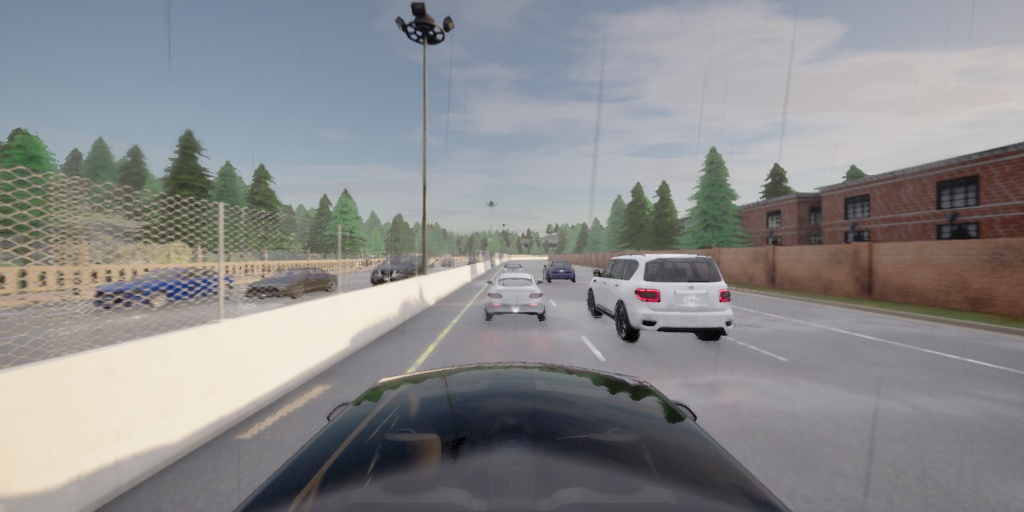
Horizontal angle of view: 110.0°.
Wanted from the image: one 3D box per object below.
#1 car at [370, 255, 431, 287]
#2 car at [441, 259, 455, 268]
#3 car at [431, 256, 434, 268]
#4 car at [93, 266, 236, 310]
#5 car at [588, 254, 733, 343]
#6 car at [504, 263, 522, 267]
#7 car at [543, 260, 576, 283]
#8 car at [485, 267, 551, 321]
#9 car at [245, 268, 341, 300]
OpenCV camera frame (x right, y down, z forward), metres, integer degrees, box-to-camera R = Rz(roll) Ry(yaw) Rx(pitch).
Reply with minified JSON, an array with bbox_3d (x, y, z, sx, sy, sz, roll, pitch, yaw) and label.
[{"bbox_3d":[-7.096,0.970,23.002,2.150,2.045,5.566,0,0,0],"label":"car"},{"bbox_3d":[-10.563,1.246,60.023,1.837,1.490,4.892,0,0,0],"label":"car"},{"bbox_3d":[-14.054,0.953,57.413,2.150,2.045,5.566,0,0,0],"label":"car"},{"bbox_3d":[-14.098,1.226,14.984,1.882,1.535,5.008,0,0,0],"label":"car"},{"bbox_3d":[3.615,0.970,9.857,2.150,2.045,5.566,0,0,1],"label":"car"},{"bbox_3d":[0.102,1.346,33.841,1.895,1.301,4.718,0,0,0],"label":"car"},{"bbox_3d":[3.602,1.098,28.116,2.097,1.767,4.553,0,0,0],"label":"car"},{"bbox_3d":[0.101,1.274,12.360,1.812,1.442,4.674,0,0,0],"label":"car"},{"bbox_3d":[-10.599,1.295,17.969,2.033,1.411,5.357,0,0,0],"label":"car"}]
